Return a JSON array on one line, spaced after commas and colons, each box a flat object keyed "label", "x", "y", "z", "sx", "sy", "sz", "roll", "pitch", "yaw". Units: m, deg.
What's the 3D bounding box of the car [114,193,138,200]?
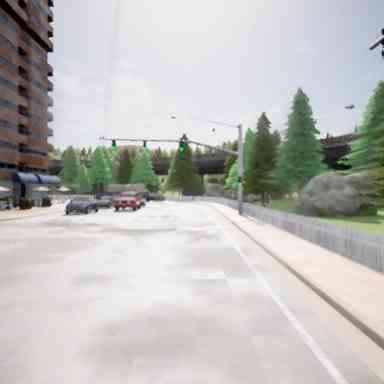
[{"label": "car", "x": -14.633, "y": 1.036, "z": 73.464, "sx": 5.357, "sy": 1.411, "sz": 2.033, "roll": 0, "pitch": 0, "yaw": 32}]

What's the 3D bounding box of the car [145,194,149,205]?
[{"label": "car", "x": -7.504, "y": 1.335, "z": 47.117, "sx": 1.895, "sy": 1.301, "sz": 4.718, "roll": 0, "pitch": 0, "yaw": -6}]

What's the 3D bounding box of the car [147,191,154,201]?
[{"label": "car", "x": -10.228, "y": 0.859, "z": 64.482, "sx": 2.150, "sy": 2.045, "sz": 5.566, "roll": 0, "pitch": 0, "yaw": -39}]

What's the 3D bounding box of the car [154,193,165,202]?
[{"label": "car", "x": -7.355, "y": 0.982, "z": 66.478, "sx": 2.097, "sy": 1.767, "sz": 4.553, "roll": 0, "pitch": 0, "yaw": -39}]

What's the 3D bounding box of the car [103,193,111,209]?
[{"label": "car", "x": -10.695, "y": 1.267, "z": 41.245, "sx": 1.837, "sy": 1.490, "sz": 4.892, "roll": 0, "pitch": 0, "yaw": -1}]

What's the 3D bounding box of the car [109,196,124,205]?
[{"label": "car", "x": -11.704, "y": 1.271, "z": 51.161, "sx": 1.994, "sy": 1.385, "sz": 4.181, "roll": 0, "pitch": 0, "yaw": -16}]

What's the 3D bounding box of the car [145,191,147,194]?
[{"label": "car", "x": -9.971, "y": 0.898, "z": 57.198, "sx": 2.150, "sy": 2.045, "sz": 5.566, "roll": 0, "pitch": 0, "yaw": -25}]

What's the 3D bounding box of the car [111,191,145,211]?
[{"label": "car", "x": -7.070, "y": 1.009, "z": 37.358, "sx": 2.150, "sy": 2.045, "sz": 5.566, "roll": 0, "pitch": 0, "yaw": 0}]

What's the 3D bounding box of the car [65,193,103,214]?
[{"label": "car", "x": -10.581, "y": 1.163, "z": 32.277, "sx": 2.097, "sy": 1.767, "sz": 4.553, "roll": 0, "pitch": 0, "yaw": 1}]

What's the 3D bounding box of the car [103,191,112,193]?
[{"label": "car", "x": -18.068, "y": 0.808, "z": 71.568, "sx": 5.566, "sy": 2.045, "sz": 2.150, "roll": 0, "pitch": 0, "yaw": 32}]
